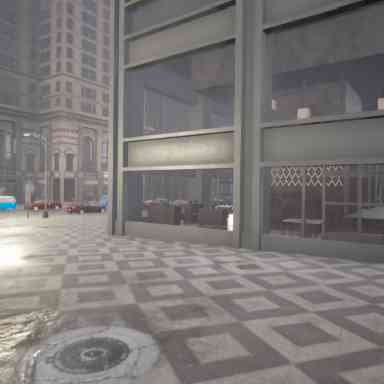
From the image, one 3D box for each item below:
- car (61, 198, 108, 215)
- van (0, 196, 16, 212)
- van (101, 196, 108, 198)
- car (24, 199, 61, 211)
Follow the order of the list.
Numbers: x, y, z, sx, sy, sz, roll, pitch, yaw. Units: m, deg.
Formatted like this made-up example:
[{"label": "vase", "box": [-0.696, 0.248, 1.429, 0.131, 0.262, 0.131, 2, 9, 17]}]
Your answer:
[{"label": "car", "box": [-11.440, 1.719, 36.284, 1.887, 1.381, 4.507, 1, 0, 35]}, {"label": "van", "box": [-21.602, 1.356, 36.714, 1.690, 1.788, 3.998, 1, 0, 35]}, {"label": "van", "box": [-12.047, 1.419, 50.257, 1.690, 1.788, 3.998, 1, 0, 35]}, {"label": "car", "box": [-18.419, 1.580, 41.229, 1.887, 1.381, 4.507, 1, 0, 35]}]
